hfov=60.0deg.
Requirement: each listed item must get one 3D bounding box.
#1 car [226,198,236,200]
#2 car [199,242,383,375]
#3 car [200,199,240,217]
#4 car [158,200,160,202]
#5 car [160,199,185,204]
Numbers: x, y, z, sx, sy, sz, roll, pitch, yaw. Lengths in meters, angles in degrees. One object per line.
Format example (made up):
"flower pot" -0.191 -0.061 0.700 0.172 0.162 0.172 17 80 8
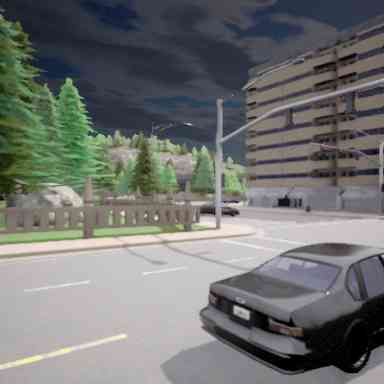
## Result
"car" 9.138 2.112 77.894 2.033 1.411 5.357 0 -1 40
"car" 2.680 1.612 5.687 5.357 1.411 2.033 1 0 -35
"car" 2.541 1.751 33.881 2.033 1.411 5.357 1 0 -33
"car" -4.683 1.873 53.853 1.895 1.301 4.718 1 0 -4
"car" -2.156 1.713 43.012 2.128 1.511 4.902 1 0 -20
